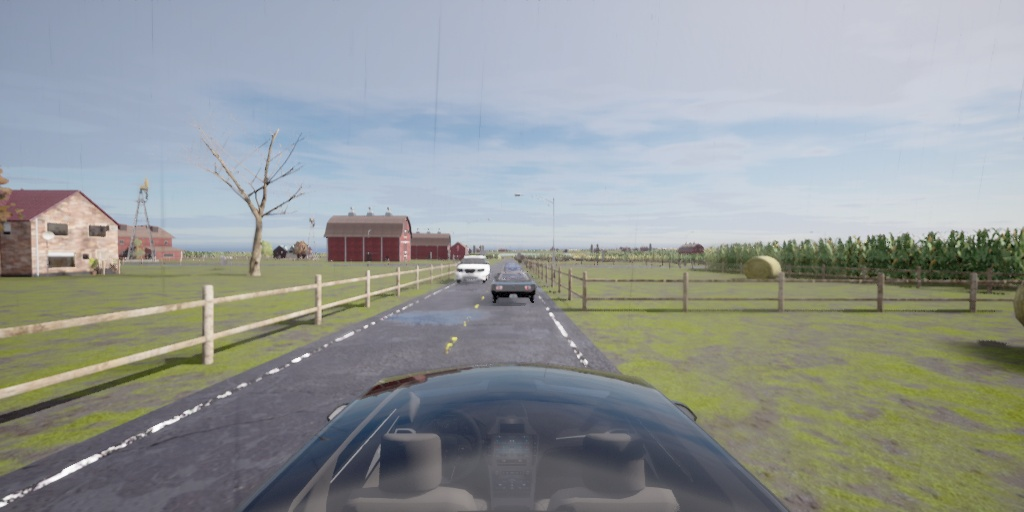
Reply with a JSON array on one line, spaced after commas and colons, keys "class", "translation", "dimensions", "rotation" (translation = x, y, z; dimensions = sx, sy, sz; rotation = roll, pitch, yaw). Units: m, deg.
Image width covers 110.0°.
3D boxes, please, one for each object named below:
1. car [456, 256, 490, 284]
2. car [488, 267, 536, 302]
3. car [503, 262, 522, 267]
[{"class": "car", "translation": [-2.914, 1.009, 27.763], "dimensions": [2.150, 2.045, 5.566], "rotation": [0, 0, 0]}, {"class": "car", "translation": [0.063, 1.371, 17.157], "dimensions": [1.895, 1.301, 4.718], "rotation": [0, 0, 0]}, {"class": "car", "translation": [0.031, 1.354, 37.963], "dimensions": [2.033, 1.411, 5.357], "rotation": [0, 0, 0]}]
